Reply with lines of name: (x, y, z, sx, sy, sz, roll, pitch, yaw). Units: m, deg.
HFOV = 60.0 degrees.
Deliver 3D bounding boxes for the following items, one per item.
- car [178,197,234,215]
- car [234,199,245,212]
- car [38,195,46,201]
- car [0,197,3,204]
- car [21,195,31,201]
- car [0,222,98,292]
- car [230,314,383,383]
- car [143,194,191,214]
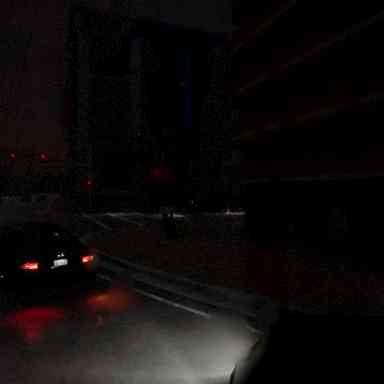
car: (1.458, 1.560, 34.367, 4.892, 1.490, 1.837, 0, 0, -23)
car: (6.620, 1.560, 40.298, 4.892, 1.490, 1.837, 0, 0, -23)
car: (-37.083, 1.540, 82.321, 2.033, 1.411, 5.357, 0, 0, -23)
car: (-34.735, 1.493, 58.802, 2.128, 1.511, 4.902, 0, 0, -23)
car: (-40.171, 1.525, 80.638, 2.128, 1.511, 4.902, 0, 0, -23)
car: (-4.362, 1.547, 9.045, 2.033, 1.411, 5.357, 0, 0, -39)
car: (2.859, 1.547, 2.027, 5.357, 1.411, 2.033, 0, 0, 35)
car: (-2.532, 1.277, 36.500, 5.566, 2.045, 2.150, 0, 0, -23)
